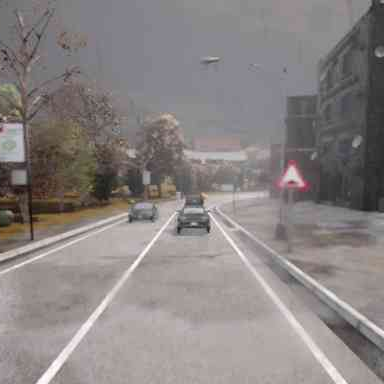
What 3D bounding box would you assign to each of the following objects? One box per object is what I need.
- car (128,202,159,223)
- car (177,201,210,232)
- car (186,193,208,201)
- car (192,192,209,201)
[{"bbox_3d":[-3.563,1.479,25.212,1.812,1.442,4.674,0,0,0],"label":"car"},{"bbox_3d":[0.098,1.490,19.630,1.812,1.442,4.674,0,0,0],"label":"car"},{"bbox_3d":[0.457,1.148,40.456,2.150,2.045,5.566,0,0,4],"label":"car"},{"bbox_3d":[1.730,0.918,66.183,1.882,1.535,5.008,2,2,18],"label":"car"}]
